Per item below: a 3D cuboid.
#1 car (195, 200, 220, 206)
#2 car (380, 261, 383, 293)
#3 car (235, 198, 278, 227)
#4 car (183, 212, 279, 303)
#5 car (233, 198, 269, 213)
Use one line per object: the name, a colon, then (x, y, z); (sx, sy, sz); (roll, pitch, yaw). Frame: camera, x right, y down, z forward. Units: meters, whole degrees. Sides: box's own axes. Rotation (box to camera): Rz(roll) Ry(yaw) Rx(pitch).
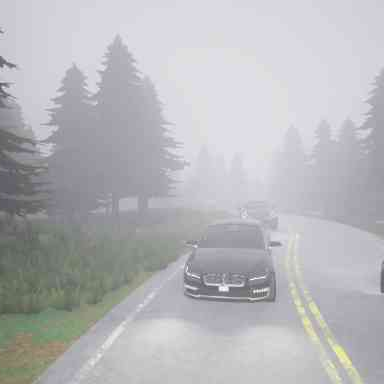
car: (1.955, 1.799, 44.865); (1.812, 1.442, 4.674); (3, -5, -35)
car: (4.497, 1.308, 4.645); (2.097, 1.767, 4.553); (-1, 0, 8)
car: (3.892, 1.270, 20.369); (2.097, 1.767, 4.553); (-1, 0, 5)
car: (1.098, 1.496, 8.418); (1.837, 1.490, 4.892); (-1, 0, 13)
car: (6.231, 1.410, 35.736); (1.837, 1.490, 4.892); (2, -1, -16)
